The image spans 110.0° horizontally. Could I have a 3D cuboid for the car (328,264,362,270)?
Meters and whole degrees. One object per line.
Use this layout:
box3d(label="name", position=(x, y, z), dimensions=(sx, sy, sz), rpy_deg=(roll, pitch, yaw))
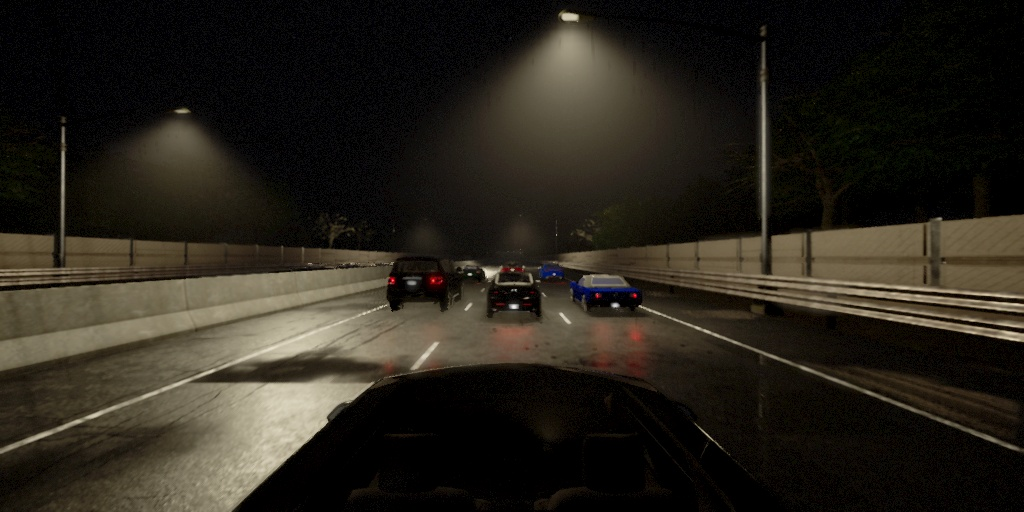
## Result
box3d(label="car", position=(-17.644, 1.528, 38.830), dimensions=(1.994, 1.385, 4.181), rpy_deg=(0, 0, 0))

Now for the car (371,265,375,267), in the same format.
box3d(label="car", position=(-14.145, 1.529, 38.840), dimensions=(1.994, 1.385, 4.181), rpy_deg=(0, 0, 0))

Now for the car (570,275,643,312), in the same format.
box3d(label="car", position=(3.575, 1.416, 14.596), dimensions=(1.895, 1.301, 4.718), rpy_deg=(0, 0, 0))

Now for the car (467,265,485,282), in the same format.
box3d(label="car", position=(-3.448, 1.483, 31.461), dimensions=(1.994, 1.385, 4.181), rpy_deg=(0, 0, 0))

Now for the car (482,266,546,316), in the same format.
box3d(label="car", position=(0.072, 1.316, 13.582), dimensions=(1.837, 1.490, 4.892), rpy_deg=(0, 0, 0))

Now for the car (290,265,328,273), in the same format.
box3d(label="car", position=(-21.145, 1.558, 37.751), dimensions=(1.895, 1.301, 4.718), rpy_deg=(0, 0, 0))

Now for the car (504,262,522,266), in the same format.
box3d(label="car", position=(0.051, 1.267, 30.893), dimensions=(2.097, 1.767, 4.553), rpy_deg=(0, 0, 0))

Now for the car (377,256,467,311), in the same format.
box3d(label="car", position=(-3.424, 1.039, 14.960), dimensions=(2.150, 2.045, 5.566), rpy_deg=(0, 0, 0))

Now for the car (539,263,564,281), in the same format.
box3d(label="car", position=(3.551, 1.405, 32.770), dimensions=(1.882, 1.535, 5.008), rpy_deg=(0, 0, 0))
